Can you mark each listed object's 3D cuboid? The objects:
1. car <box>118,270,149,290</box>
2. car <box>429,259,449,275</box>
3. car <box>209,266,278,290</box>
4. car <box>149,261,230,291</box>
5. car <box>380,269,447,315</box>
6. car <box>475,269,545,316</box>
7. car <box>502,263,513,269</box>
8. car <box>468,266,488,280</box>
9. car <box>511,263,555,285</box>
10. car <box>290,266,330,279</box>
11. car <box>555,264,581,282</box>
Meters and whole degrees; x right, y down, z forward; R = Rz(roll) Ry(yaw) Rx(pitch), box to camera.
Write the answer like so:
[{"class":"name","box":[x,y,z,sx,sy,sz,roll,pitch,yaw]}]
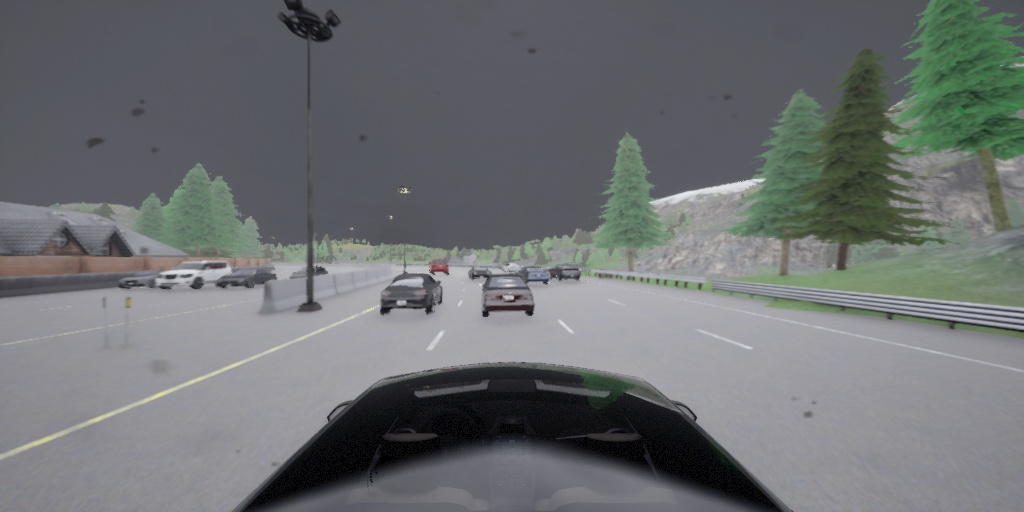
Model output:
[{"class":"car","box":[-26.846,1.745,26.903,1.994,1.385,4.181,0,-1,-10]},{"class":"car","box":[-9.757,1.455,47.765,2.150,2.045,5.566,0,0,-17]},{"class":"car","box":[-19.736,1.674,27.048,2.033,1.411,5.357,0,-1,-9]},{"class":"car","box":[-23.210,1.370,26.563,2.150,2.045,5.566,0,0,-10]},{"class":"car","box":[-3.874,1.417,14.313,1.812,1.442,4.674,0,0,-4]},{"class":"car","box":[-0.286,1.408,13.983,2.033,1.411,5.357,0,0,-5]},{"class":"car","box":[-0.014,1.715,51.434,1.812,1.442,4.674,0,-1,-17]},{"class":"car","box":[-3.294,1.676,35.693,1.895,1.301,4.718,0,-1,-12]},{"class":"car","box":[1.547,1.524,28.681,2.033,1.411,5.357,0,0,-9]},{"class":"car","box":[-16.701,1.632,29.822,1.837,1.490,4.892,0,-1,-10]},{"class":"car","box":[4.549,1.475,32.100,2.128,1.511,4.902,0,0,-11]}]
